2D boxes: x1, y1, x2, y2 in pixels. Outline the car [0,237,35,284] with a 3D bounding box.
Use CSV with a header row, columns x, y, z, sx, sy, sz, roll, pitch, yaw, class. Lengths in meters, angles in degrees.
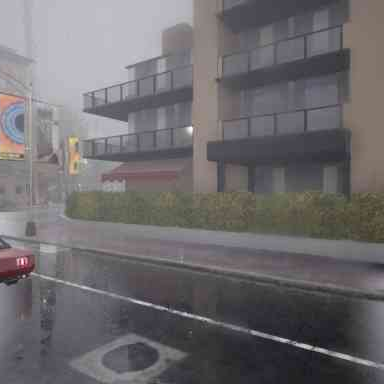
x,y,z,sx,sy,sz,roll,pitch,yaw,class
-6.009,1.601,8.266,4.718,1.301,1.895,0,0,35,car
